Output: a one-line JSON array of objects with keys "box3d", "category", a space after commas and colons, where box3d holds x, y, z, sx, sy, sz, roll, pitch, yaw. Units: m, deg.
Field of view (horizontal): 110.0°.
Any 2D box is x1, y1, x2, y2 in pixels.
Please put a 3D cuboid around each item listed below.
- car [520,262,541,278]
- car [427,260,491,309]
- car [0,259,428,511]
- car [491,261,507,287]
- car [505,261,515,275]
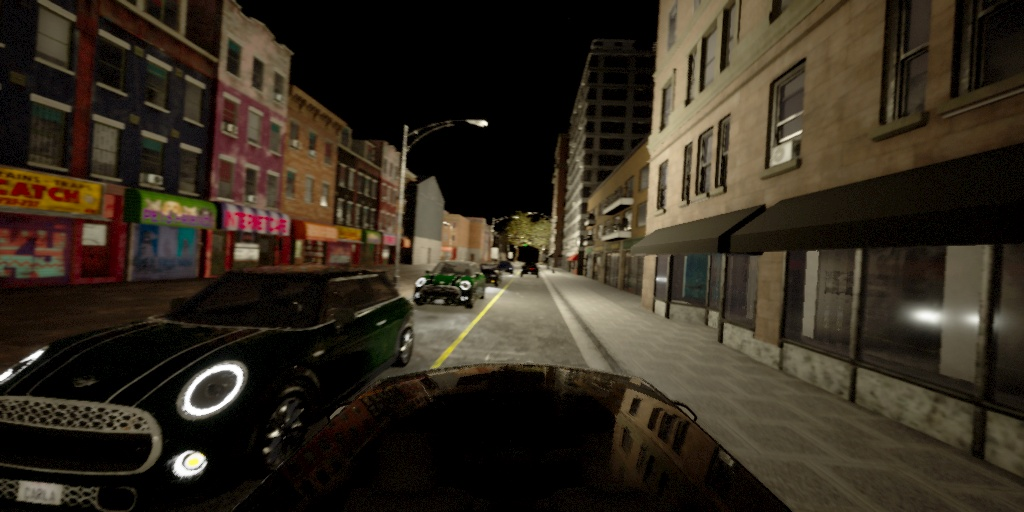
[{"box3d": [1.828, 1.405, 36.464, 1.837, 1.490, 4.892, 4, -1, 4], "category": "car"}, {"box3d": [-2.301, 0.966, 14.369, 2.097, 1.767, 4.553, 4, 0, 3], "category": "car"}, {"box3d": [-2.847, 0.923, 4.524, 2.097, 1.767, 4.553, 4, 0, 3], "category": "car"}, {"box3d": [-1.747, 1.223, 24.323, 1.994, 1.385, 4.181, 4, 0, 4], "category": "car"}, {"box3d": [-0.766, 1.304, 40.363, 1.812, 1.442, 4.674, 4, 0, 3], "category": "car"}]
